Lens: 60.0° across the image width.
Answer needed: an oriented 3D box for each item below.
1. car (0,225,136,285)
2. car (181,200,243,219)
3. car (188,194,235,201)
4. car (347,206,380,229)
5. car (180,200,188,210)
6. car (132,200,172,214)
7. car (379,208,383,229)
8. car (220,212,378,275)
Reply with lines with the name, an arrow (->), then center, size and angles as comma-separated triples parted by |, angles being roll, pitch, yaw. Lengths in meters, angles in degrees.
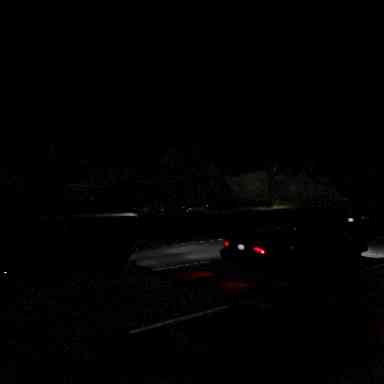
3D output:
car -> -4.045, 1.599, 9.461 | 4.718, 1.301, 1.895 | 0, 0, -36
car -> 1.796, 1.585, 26.736 | 4.718, 1.301, 1.895 | 0, 0, -35
car -> 2.373, 1.331, 31.420 | 4.553, 1.767, 2.097 | 0, 0, -35
car -> 10.578, 1.545, 19.894 | 4.181, 1.385, 1.994 | 0, 0, -36
car -> 1.400, 1.206, 35.011 | 5.566, 2.045, 2.150 | 0, 0, -35
car -> -4.239, 1.547, 35.328 | 4.181, 1.385, 1.994 | 0, 0, -35
car -> 7.301, 1.342, 8.957 | 4.553, 1.767, 2.097 | 0, 0, -36
car -> 3.374, 1.539, 10.448 | 5.357, 1.411, 2.033 | 0, 0, -35
